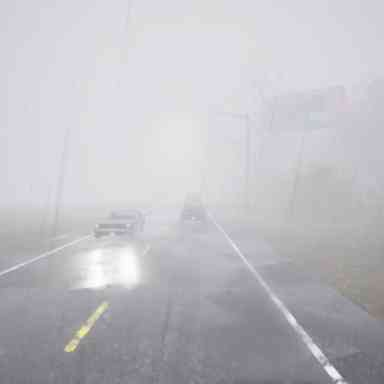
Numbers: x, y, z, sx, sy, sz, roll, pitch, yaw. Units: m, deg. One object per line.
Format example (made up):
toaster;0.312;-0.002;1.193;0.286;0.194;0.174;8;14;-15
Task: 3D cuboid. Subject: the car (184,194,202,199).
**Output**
car;0.103;1.211;43.220;2.150;2.045;5.566;0;0;0

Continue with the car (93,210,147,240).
car;-3.578;1.597;17.131;1.895;1.301;4.718;0;0;0

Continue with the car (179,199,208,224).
car;0.095;1.498;24.680;1.837;1.490;4.892;0;0;0
